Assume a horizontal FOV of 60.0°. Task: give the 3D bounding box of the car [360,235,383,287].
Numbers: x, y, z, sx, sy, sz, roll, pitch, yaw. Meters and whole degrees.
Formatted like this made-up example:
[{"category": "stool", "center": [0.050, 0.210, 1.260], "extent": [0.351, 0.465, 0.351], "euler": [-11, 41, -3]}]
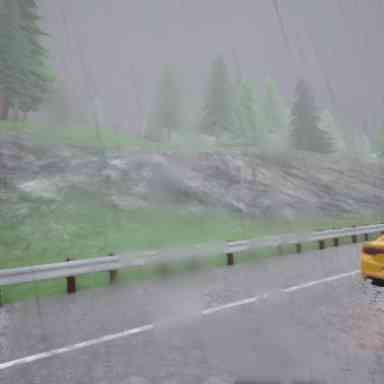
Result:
[{"category": "car", "center": [6.067, 1.450, 8.034], "extent": [5.008, 1.535, 1.882], "euler": [0, 0, -35]}]
